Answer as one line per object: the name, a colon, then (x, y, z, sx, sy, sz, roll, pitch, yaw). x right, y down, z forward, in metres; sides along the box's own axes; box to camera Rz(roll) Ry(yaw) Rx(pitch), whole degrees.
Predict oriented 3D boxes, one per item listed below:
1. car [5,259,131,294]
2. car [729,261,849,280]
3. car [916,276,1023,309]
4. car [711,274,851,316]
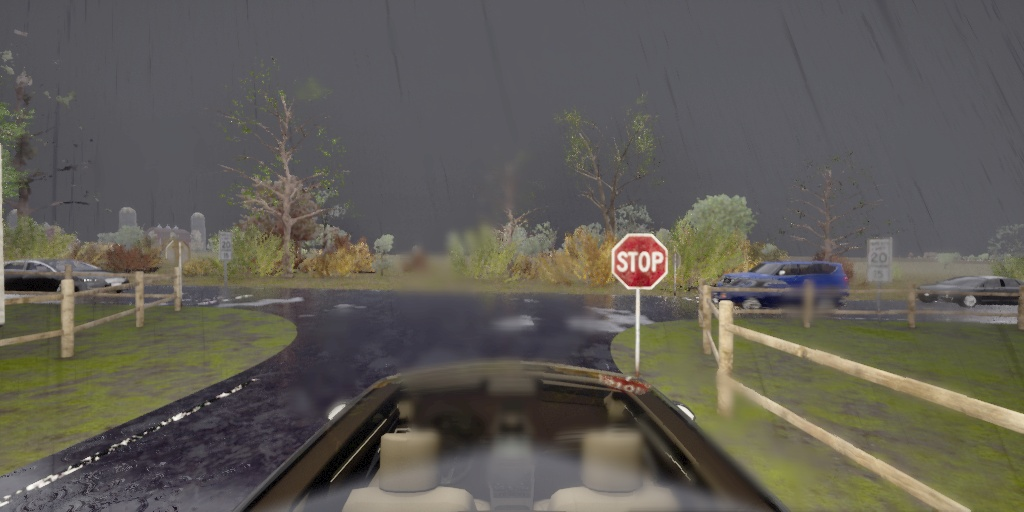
car: (-18.511, 0.883, 14.571, 4.902, 1.511, 2.128, 1, 1, 0)
car: (13.204, 1.257, 17.562, 5.566, 2.045, 2.150, 1, 1, 0)
car: (22.823, 1.746, 17.580, 4.892, 1.490, 1.837, 1, 1, 0)
car: (10.550, 1.619, 14.622, 4.718, 1.301, 1.895, 1, 1, 0)
